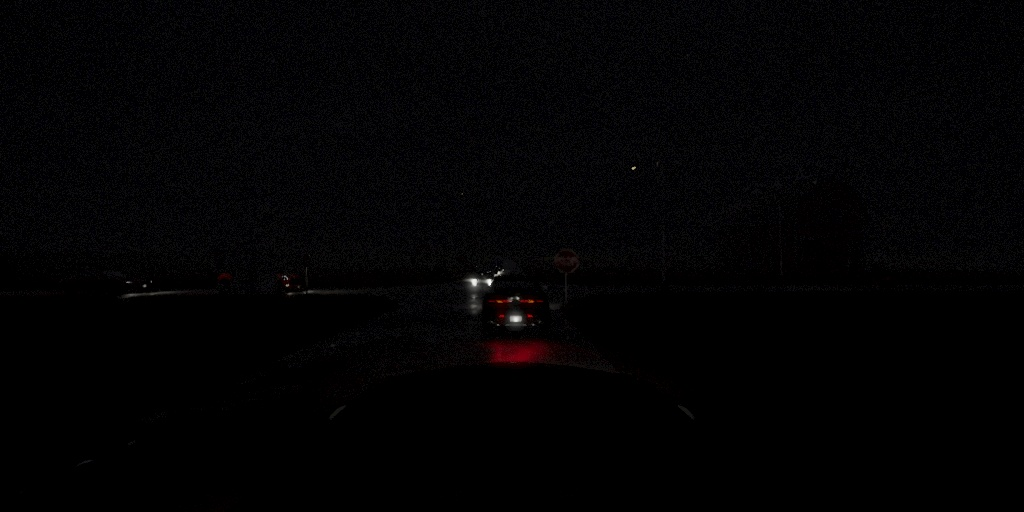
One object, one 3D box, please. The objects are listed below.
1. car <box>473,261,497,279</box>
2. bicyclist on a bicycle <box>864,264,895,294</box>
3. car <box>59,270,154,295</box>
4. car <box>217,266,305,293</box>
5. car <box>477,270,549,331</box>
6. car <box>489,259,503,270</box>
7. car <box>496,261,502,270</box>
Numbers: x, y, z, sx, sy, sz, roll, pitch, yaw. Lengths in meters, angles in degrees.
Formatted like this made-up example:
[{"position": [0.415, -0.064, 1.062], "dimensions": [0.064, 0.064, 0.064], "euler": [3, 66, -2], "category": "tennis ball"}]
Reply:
[{"position": [-2.908, 1.584, 37.965], "dimensions": [1.837, 1.490, 4.892], "euler": [0, -1, 1], "category": "car"}, {"position": [19.941, 1.248, 19.510], "dimensions": [0.582, 1.620, 1.656], "euler": [0, -1, 0], "category": "bicyclist on a bicycle"}, {"position": [-25.143, 1.595, 22.278], "dimensions": [4.674, 1.442, 1.812], "euler": [0, -2, 0], "category": "car"}, {"position": [-15.469, 1.346, 22.296], "dimensions": [4.553, 1.767, 2.097], "euler": [0, -2, 1], "category": "car"}, {"position": [0.096, 1.339, 11.348], "dimensions": [1.837, 1.490, 4.892], "euler": [0, -1, 0], "category": "car"}, {"position": [-2.852, 1.500, 59.205], "dimensions": [2.150, 2.045, 5.566], "euler": [0, -1, 1], "category": "car"}, {"position": [-2.858, 1.727, 48.573], "dimensions": [2.033, 1.411, 5.357], "euler": [0, -1, 0], "category": "car"}]
